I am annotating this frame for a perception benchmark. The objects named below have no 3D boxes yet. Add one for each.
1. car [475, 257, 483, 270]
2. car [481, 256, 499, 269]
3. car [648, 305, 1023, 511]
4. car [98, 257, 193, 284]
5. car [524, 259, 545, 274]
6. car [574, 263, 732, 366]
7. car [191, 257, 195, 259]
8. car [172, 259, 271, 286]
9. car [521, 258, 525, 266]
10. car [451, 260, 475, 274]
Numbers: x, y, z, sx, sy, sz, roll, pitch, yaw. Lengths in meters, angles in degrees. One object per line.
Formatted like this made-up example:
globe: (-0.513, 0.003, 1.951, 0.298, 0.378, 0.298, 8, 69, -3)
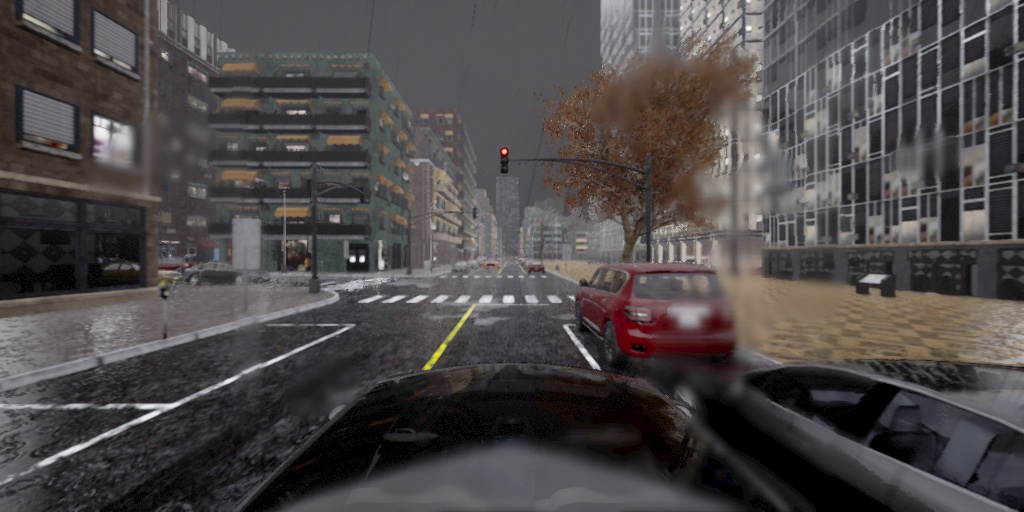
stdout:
car: (-5.703, 1.209, 51.278, 2.007, 1.370, 4.403, 0, 0, 0)
car: (-3.014, 0.983, 53.081, 2.097, 1.767, 4.553, 0, 0, 0)
car: (2.691, 1.315, 2.303, 1.948, 1.339, 4.313, 0, 0, 0)
car: (-21.837, 0.943, 20.736, 4.829, 1.417, 1.751, 0, 0, -1)
car: (2.681, 1.219, 40.214, 1.888, 1.381, 4.507, 0, 0, 0)
car: (2.690, 1.051, 7.826, 2.192, 1.841, 5.009, 0, 0, 0)
car: (-27.629, 0.770, 29.057, 4.097, 1.591, 1.967, 0, 0, -1)
car: (-16.440, 1.046, 20.793, 4.403, 1.370, 2.007, 0, 0, -1)
car: (2.678, 1.184, 51.449, 1.751, 1.417, 4.829, 0, 0, 0)
car: (-5.699, 1.224, 40.212, 2.007, 1.370, 4.403, 0, 0, 0)
